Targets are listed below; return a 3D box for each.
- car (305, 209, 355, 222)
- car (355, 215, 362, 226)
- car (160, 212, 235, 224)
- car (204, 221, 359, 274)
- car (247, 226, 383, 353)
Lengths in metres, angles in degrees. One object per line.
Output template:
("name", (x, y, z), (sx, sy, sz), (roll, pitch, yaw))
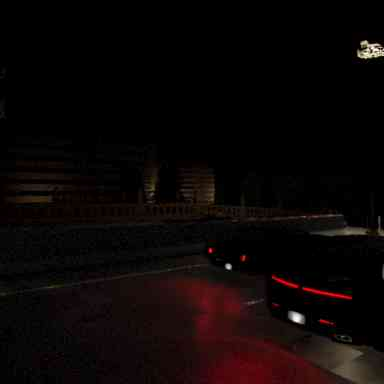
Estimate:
("car", (12.123, 2.257, 29.845), (5.008, 1.535, 1.882), (5, -3, -35))
("car", (17.638, 3.129, 38.072), (4.674, 1.442, 1.812), (7, -4, -35))
("car", (0.640, 1.716, 17.352), (4.718, 1.301, 1.895), (1, 0, -36))
("car", (2.764, 1.689, 10.021), (4.718, 1.301, 1.895), (1, 0, -36))
("car", (3.484, 1.577, 6.235), (4.892, 1.490, 1.837), (0, 0, -36))
